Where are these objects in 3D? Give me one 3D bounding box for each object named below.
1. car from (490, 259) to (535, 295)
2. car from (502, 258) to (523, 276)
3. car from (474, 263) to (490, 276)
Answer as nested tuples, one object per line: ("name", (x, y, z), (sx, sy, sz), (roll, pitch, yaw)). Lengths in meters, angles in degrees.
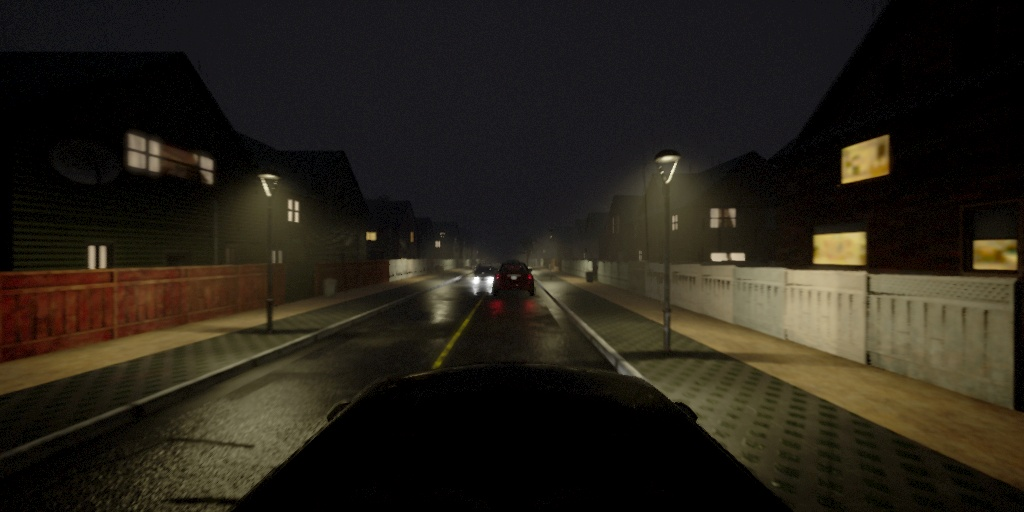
("car", (0.092, 1.096, 19.875), (2.097, 1.767, 4.553), (0, 0, 0))
("car", (0.084, 1.124, 37.894), (2.097, 1.767, 4.553), (0, 0, 0))
("car", (-2.831, 1.372, 37.293), (1.895, 1.301, 4.718), (0, 0, 0))
